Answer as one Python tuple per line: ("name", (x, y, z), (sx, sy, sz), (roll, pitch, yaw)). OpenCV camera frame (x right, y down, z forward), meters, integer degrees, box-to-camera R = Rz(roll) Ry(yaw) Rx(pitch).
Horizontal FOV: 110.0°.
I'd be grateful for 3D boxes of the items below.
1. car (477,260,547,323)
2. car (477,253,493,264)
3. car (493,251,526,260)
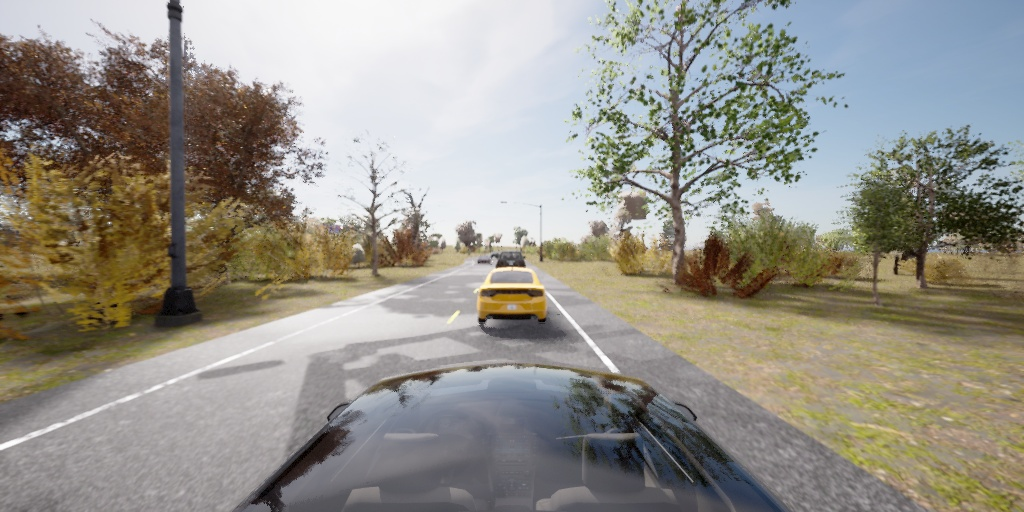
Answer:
("car", (0.016, 1.083, 11.462), (1.882, 1.535, 5.008), (0, 1, 0))
("car", (-4.184, 0.527, 53.516), (1.994, 1.385, 4.181), (0, 1, -3))
("car", (-0.076, 0.579, 28.380), (2.150, 2.045, 5.566), (0, 1, 0))
